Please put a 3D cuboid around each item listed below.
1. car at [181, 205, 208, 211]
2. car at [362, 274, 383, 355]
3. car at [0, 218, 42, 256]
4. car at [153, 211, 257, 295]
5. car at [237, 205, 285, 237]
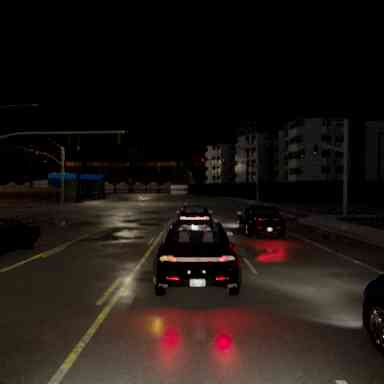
[{"bbox_3d":[0.130,1.457,18.345,2.128,1.511,4.902,0,0,0],"label":"car"},{"bbox_3d":[3.598,1.356,3.183,2.097,1.767,4.553,0,0,1],"label":"car"},{"bbox_3d":[-7.056,1.594,11.284,1.895,1.301,4.718,0,0,0],"label":"car"},{"bbox_3d":[0.113,1.491,8.674,2.128,1.511,4.902,0,0,0],"label":"car"},{"bbox_3d":[3.629,1.475,17.959,1.837,1.490,4.892,0,0,0],"label":"car"}]
